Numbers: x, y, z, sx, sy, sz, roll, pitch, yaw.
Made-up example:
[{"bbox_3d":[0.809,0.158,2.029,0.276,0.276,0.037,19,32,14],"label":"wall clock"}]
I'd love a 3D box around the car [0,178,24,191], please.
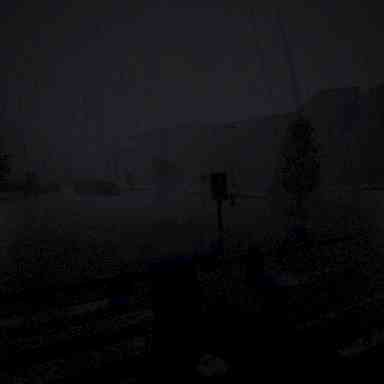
[{"bbox_3d":[-31.157,-1.273,56.315,2.185,1.767,4.553,0,6,15],"label":"car"}]

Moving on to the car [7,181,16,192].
[{"bbox_3d":[-26.319,-0.867,52.968,2.002,1.452,4.674,0,6,16],"label":"car"}]

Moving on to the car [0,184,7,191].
[{"bbox_3d":[-28.719,-1.032,54.676,2.097,1.535,5.008,1,6,16],"label":"car"}]

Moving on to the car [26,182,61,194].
[{"bbox_3d":[-21.556,-0.616,49.454,2.163,1.488,4.792,1,6,17],"label":"car"}]

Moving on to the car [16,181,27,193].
[{"bbox_3d":[-23.919,-0.780,51.240,2.231,1.521,4.892,1,6,17],"label":"car"}]
